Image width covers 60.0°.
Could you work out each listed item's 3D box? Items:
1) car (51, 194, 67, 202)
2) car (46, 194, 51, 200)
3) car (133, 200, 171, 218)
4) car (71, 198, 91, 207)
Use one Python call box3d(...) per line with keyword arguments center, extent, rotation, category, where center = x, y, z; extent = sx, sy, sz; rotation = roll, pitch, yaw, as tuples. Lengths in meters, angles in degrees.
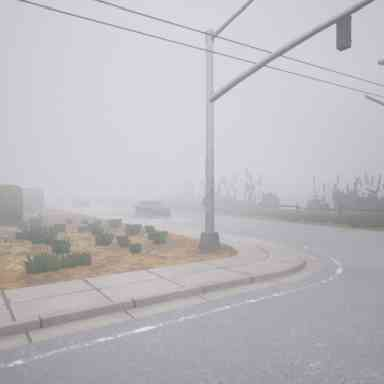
box3d(center=(-30.980, 1.320, 78.076), extent=(2.097, 1.767, 4.553), rotation=(0, 0, -33), category="car")
box3d(center=(-36.570, 1.344, 86.663), extent=(2.033, 1.411, 5.357), rotation=(0, 0, -37), category="car")
box3d(center=(-3.586, 1.469, 29.399), extent=(1.837, 1.490, 4.892), rotation=(0, 0, -33), category="car")
box3d(center=(-16.542, 1.566, 49.450), extent=(1.895, 1.301, 4.718), rotation=(0, 0, -33), category="car")
